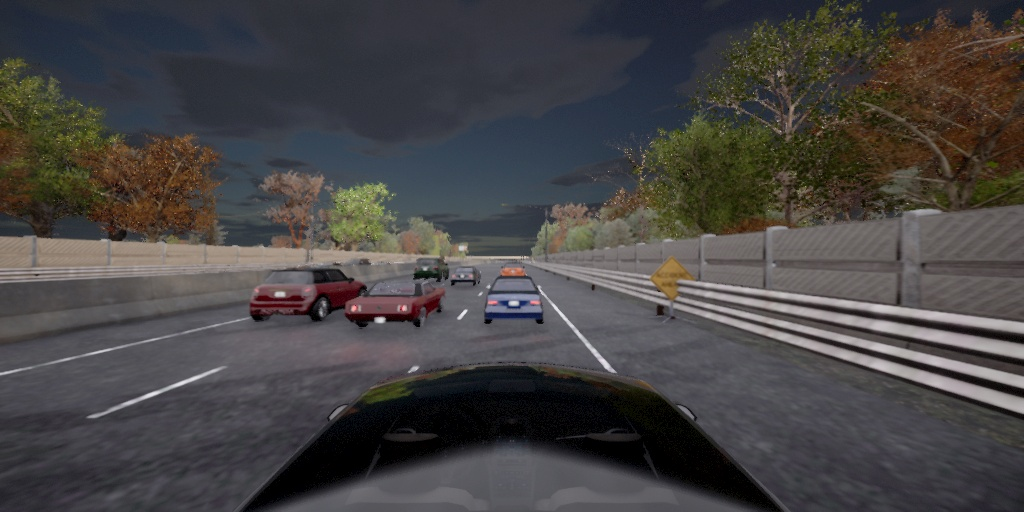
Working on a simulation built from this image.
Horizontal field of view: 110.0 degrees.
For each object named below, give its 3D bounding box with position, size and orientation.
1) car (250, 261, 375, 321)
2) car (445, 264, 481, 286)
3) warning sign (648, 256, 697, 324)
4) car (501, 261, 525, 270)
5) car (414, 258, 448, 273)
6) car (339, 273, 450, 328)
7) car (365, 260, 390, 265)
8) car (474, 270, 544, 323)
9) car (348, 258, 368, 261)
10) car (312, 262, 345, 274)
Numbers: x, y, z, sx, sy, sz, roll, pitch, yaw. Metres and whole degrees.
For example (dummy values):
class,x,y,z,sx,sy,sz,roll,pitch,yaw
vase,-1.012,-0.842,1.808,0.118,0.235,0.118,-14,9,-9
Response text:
class,x,y,z,sx,sy,sz,roll,pitch,yaw
car,-6.932,1.175,12.860,2.097,1.767,4.553,0,0,0
car,-3.434,1.473,27.410,2.033,1.411,5.357,0,0,0
warning sign,4.551,0.920,10.231,1.300,1.860,1.060,0,0,0
car,0.085,1.312,32.060,2.097,1.767,4.553,0,0,0
car,-6.914,1.175,31.287,2.150,2.045,5.566,0,-1,0
car,-3.439,1.415,11.622,1.895,1.301,4.718,0,0,0
car,-17.578,1.592,48.229,1.837,1.490,4.892,0,-1,0
car,0.065,1.367,12.399,2.033,1.411,5.357,0,0,0
car,-21.075,1.313,48.554,2.150,2.045,5.566,0,-1,0
car,-24.574,1.593,48.231,1.837,1.490,4.892,0,-1,0
